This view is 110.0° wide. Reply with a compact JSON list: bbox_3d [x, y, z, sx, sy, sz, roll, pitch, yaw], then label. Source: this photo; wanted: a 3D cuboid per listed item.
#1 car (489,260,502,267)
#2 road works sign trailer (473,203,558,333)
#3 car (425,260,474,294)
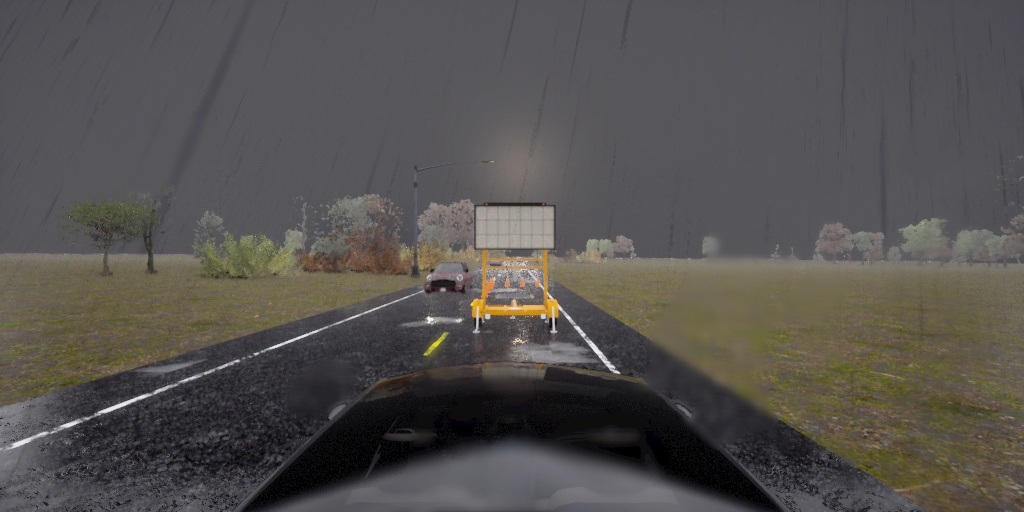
[{"bbox_3d":[-2.800,1.265,61.381,1.882,1.535,5.008,0,0,1],"label":"car"},{"bbox_3d":[0.087,0.218,10.749,2.380,3.560,2.880,0,0,0],"label":"road works sign trailer"},{"bbox_3d":[-3.434,1.111,20.225,2.097,1.767,4.553,0,0,1],"label":"car"}]
